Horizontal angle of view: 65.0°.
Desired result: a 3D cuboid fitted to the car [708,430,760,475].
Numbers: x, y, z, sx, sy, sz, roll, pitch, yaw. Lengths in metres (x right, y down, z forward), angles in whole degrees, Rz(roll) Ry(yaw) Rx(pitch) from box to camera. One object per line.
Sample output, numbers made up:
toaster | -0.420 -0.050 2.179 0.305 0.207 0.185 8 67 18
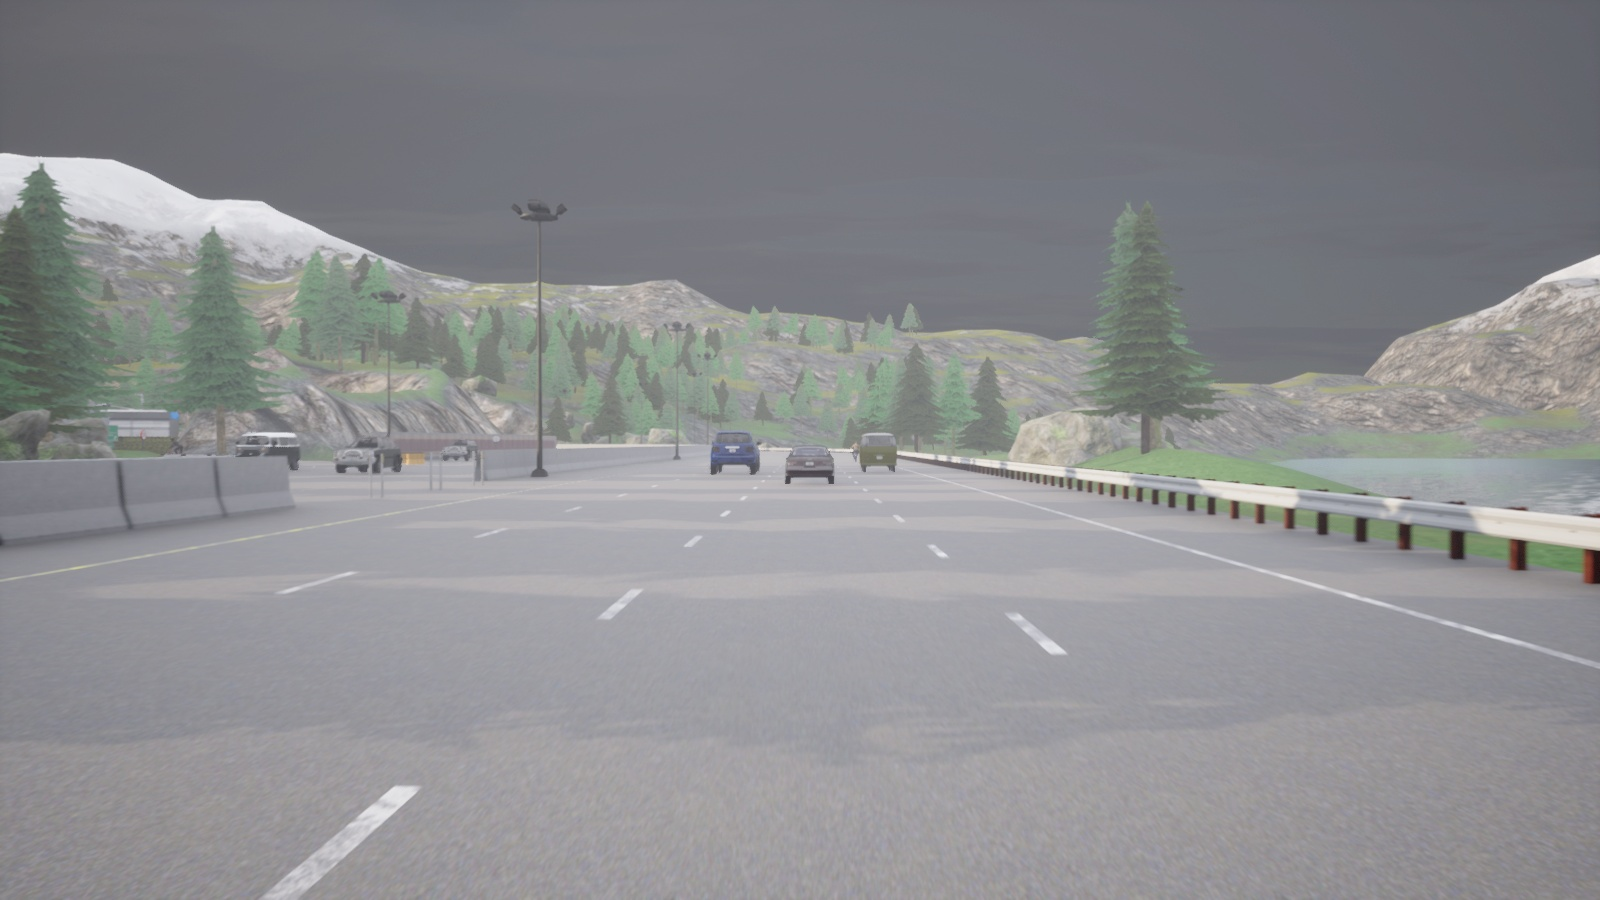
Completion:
car | -3.084 0.087 60.116 2.150 2.045 5.566 0 0 0

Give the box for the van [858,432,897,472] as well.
van | 3.943 0.102 64.280 1.775 1.987 4.442 0 0 0

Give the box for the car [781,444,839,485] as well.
car | 0.352 0.503 46.674 2.033 1.411 5.357 0 0 0

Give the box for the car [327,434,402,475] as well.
car | -20.585 0.171 59.565 1.932 1.855 4.605 0 1 0

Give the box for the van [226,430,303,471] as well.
van | -27.556 0.042 64.785 2.069 2.038 4.480 0 0 0
